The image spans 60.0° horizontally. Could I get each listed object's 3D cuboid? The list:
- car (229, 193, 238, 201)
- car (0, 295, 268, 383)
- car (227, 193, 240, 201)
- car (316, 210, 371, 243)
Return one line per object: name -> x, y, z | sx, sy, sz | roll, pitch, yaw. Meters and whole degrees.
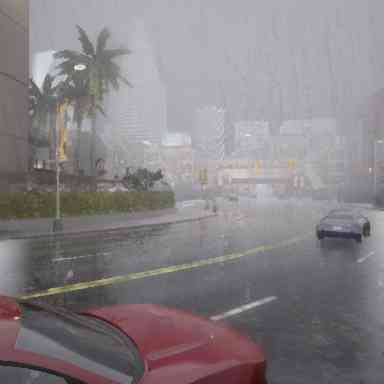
car -> 10.797, 1.288, 87.333 | 2.185, 1.767, 4.553 | 0, 0, 7
car -> -1.615, 1.475, 2.127 | 5.008, 1.535, 1.882 | 0, 0, -35
car -> 10.165, 1.418, 80.938 | 2.097, 1.535, 5.008 | 0, 0, 7
car -> 7.539, 1.564, 16.398 | 1.994, 1.385, 4.181 | 0, 0, 34
